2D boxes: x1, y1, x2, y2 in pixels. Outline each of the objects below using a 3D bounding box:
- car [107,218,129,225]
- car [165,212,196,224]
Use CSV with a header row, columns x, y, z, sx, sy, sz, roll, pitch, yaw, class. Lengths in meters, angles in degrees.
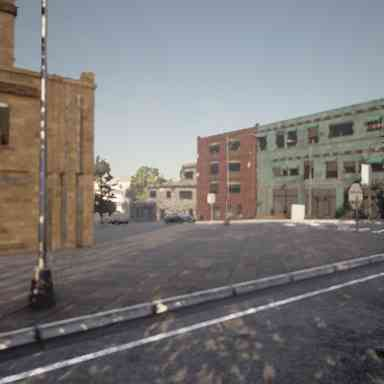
x,y,z,sx,sy,sz,roll,pitch,yaw,class
-11.890,4.830,53.348,1.895,1.301,4.718,1,-5,-36,car
-1.443,3.124,39.071,1.812,1.442,4.674,1,-5,-36,car
